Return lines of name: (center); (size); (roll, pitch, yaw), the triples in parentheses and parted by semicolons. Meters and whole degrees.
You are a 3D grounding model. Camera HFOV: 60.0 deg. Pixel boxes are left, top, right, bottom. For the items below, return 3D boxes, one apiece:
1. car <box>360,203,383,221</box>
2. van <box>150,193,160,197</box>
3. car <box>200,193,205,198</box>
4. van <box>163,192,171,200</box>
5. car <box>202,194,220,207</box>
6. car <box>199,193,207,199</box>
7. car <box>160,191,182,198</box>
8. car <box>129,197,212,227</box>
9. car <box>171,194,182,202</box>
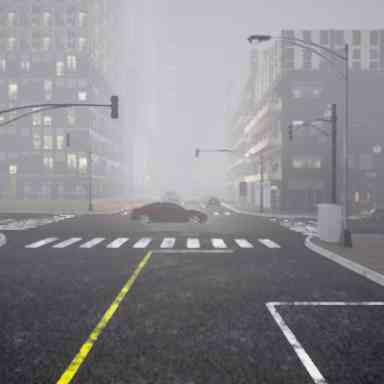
car: (16.040, 1.562, 27.245); (4.097, 1.590, 1.967); (1, 0, -1)
van: (-5.669, 0.963, 53.409); (1.690, 1.788, 3.998); (0, 0, 0)
car: (2.712, 1.167, 53.408); (1.887, 1.381, 4.507); (0, 0, 0)
van: (-5.659, 0.809, 76.026); (1.690, 1.788, 3.998); (0, 0, 0)
car: (2.708, 1.257, 43.441); (1.947, 1.339, 4.313); (0, 0, 0)
car: (2.724, 0.974, 81.678); (1.887, 1.381, 4.507); (0, 0, 0)
car: (-3.038, 0.872, 49.427); (2.150, 2.045, 5.566); (0, 0, 0)
car: (-1.470, 1.331, 21.346); (5.008, 1.535, 1.882); (1, 1, -1)
car: (-2.982, 1.103, 65.187); (1.994, 1.385, 4.181); (0, 0, 0)
